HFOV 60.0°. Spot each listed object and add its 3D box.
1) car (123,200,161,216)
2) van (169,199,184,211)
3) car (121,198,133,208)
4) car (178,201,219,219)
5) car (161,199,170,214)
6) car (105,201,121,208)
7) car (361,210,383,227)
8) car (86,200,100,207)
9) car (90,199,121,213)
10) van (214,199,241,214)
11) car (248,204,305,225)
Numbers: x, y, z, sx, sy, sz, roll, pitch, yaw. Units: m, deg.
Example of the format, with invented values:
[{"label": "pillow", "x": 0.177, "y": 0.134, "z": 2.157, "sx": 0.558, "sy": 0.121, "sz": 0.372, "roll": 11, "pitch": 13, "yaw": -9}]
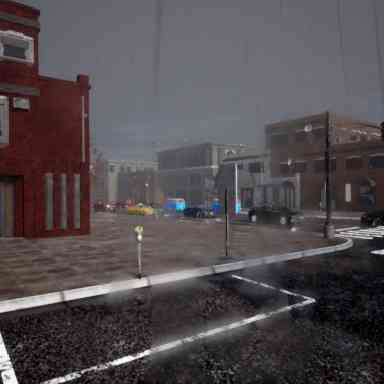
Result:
[{"label": "car", "x": -5.968, "y": 2.048, "z": 39.208, "sx": 1.752, "sy": 1.417, "sz": 4.829, "roll": -2, "pitch": 0, "yaw": -36}, {"label": "van", "x": -2.640, "y": 1.868, "z": 48.801, "sx": 1.690, "sy": 1.788, "sz": 3.998, "roll": -2, "pitch": 0, "yaw": -36}, {"label": "car", "x": -12.646, "y": 2.085, "z": 62.519, "sx": 2.192, "sy": 1.841, "sz": 5.009, "roll": -2, "pitch": 0, "yaw": -36}, {"label": "car", "x": 0.773, "y": 1.950, "z": 34.340, "sx": 1.994, "sy": 1.385, "sz": 4.181, "roll": -1, "pitch": 0, "yaw": -35}, {"label": "car", "x": -5.156, "y": 2.034, "z": 42.468, "sx": 1.837, "sy": 1.490, "sz": 4.892, "roll": -1, "pitch": 0, "yaw": -36}, {"label": "car", "x": -15.973, "y": 2.433, "z": 67.092, "sx": 1.802, "sy": 1.307, "sz": 4.206, "roll": -2, "pitch": 0, "yaw": -36}, {"label": "car", "x": 13.785, "y": 1.671, "z": 22.490, "sx": 4.181, "sy": 1.385, "sz": 1.994, "roll": -1, "pitch": 0, "yaw": 41}, {"label": "car", "x": -22.643, "y": 2.595, "z": 76.237, "sx": 1.802, "sy": 1.307, "sz": 4.206, "roll": -2, "pitch": 0, "yaw": -36}, {"label": "car", "x": -12.744, "y": 2.001, "z": 48.490, "sx": 2.192, "sy": 1.841, "sz": 5.009, "roll": -2, "pitch": 0, "yaw": -36}, {"label": "van", "x": 4.029, "y": 1.707, "z": 39.657, "sx": 1.690, "sy": 1.788, "sz": 3.998, "roll": -2, "pitch": 0, "yaw": -36}, {"label": "car", "x": 6.594, "y": 1.750, "z": 26.338, "sx": 1.837, "sy": 1.490, "sz": 4.892, "roll": -1, "pitch": 0, "yaw": -36}]
